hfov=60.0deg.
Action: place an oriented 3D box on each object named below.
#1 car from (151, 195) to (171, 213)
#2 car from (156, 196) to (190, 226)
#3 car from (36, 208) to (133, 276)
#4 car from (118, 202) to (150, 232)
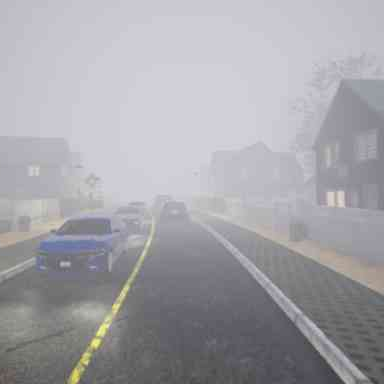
[{"bbox_3d":[-3.308,1.296,37.446,2.150,2.045,5.566,0,0,-10],"label":"car"},{"bbox_3d":[-1.352,1.377,23.765,2.097,1.767,4.553,0,0,-6],"label":"car"},{"bbox_3d":[-3.212,1.480,10.576,1.882,1.535,5.008,0,0,-3],"label":"car"},{"bbox_3d":[-3.873,1.561,20.380,2.033,1.411,5.357,0,0,-5],"label":"car"}]
